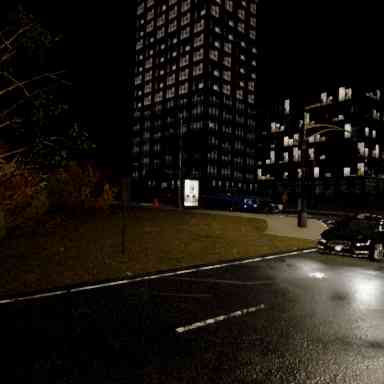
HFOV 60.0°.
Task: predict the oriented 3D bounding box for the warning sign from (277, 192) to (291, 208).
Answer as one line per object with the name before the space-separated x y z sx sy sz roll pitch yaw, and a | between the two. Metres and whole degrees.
warning sign | 10.967 0.989 39.522 1.300 1.860 1.060 2 -1 -40

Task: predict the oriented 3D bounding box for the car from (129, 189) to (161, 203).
car | -6.916 0.712 45.999 1.882 1.535 5.008 3 -1 -41

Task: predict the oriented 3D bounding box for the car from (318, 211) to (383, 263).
car | 6.432 1.506 12.252 4.892 1.490 1.837 -1 1 -43

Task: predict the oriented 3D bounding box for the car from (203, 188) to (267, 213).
car | 3.344 0.699 28.787 2.150 2.045 5.566 3 -1 -39

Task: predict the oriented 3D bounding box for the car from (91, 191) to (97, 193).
car | -18.291 0.522 63.768 2.033 1.411 5.357 3 -1 -43

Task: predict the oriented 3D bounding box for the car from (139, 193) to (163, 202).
car | -6.879 0.900 55.992 1.994 1.385 4.181 3 -1 -41

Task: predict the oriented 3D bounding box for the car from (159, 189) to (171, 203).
car | -5.467 0.547 49.579 2.150 2.045 5.566 3 -1 -41

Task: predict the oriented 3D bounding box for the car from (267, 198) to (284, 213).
car | 6.102 1.094 30.518 2.128 1.511 4.902 3 -1 -39

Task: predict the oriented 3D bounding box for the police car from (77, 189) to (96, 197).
police car | -24.178 0.310 76.000 1.930 1.638 5.238 3 -1 -44

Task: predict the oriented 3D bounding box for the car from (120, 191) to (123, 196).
car | -13.630 0.643 63.405 2.128 1.511 4.902 3 -1 -43
